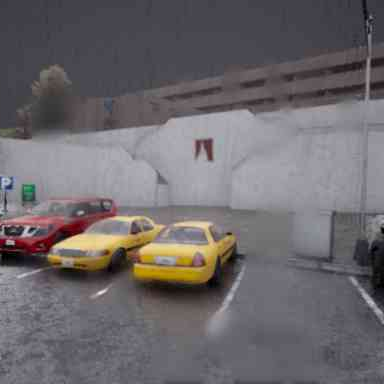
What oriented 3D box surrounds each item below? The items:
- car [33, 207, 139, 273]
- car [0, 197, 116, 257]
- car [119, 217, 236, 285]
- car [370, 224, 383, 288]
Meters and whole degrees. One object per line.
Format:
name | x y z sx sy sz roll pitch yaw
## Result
car | -2.416 1.482 10.991 1.946 1.575 5.366 0 -1 16
car | -4.812 1.242 12.888 2.435 2.045 5.566 0 -1 15
car | 0.119 1.486 9.610 1.946 1.575 5.366 0 -1 15
car | 4.961 1.237 5.977 2.435 2.045 5.566 0 -1 16
